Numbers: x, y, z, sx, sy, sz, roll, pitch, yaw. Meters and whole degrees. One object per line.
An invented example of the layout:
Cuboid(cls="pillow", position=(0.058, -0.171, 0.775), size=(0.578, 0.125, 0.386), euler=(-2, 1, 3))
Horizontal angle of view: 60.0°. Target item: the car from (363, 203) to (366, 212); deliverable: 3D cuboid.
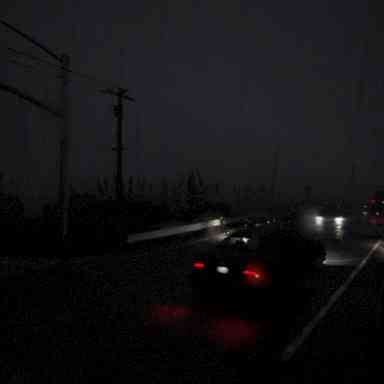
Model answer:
Cuboid(cls="car", position=(23.461, 1.876, 42.759), size=(1.837, 1.490, 4.892), euler=(0, -3, 39))

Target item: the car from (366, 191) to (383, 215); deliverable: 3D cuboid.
Cuboid(cls="car", position=(17.496, 1.009, 29.596), size=(2.150, 2.045, 5.566), euler=(0, -2, 38))

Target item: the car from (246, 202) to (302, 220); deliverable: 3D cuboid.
Cuboid(cls="car", position=(4.710, 1.364, 18.742), size=(1.837, 1.490, 4.892), euler=(0, 2, 36))

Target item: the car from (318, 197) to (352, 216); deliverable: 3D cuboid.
Cuboid(cls="car", position=(12.645, 1.203, 29.234), size=(1.882, 1.535, 5.008), euler=(0, -1, 38))

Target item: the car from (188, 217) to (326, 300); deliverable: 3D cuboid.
Cuboid(cls="car", position=(2.047, 1.649, 8.845), size=(2.033, 1.411, 5.357), euler=(0, 0, 35))
